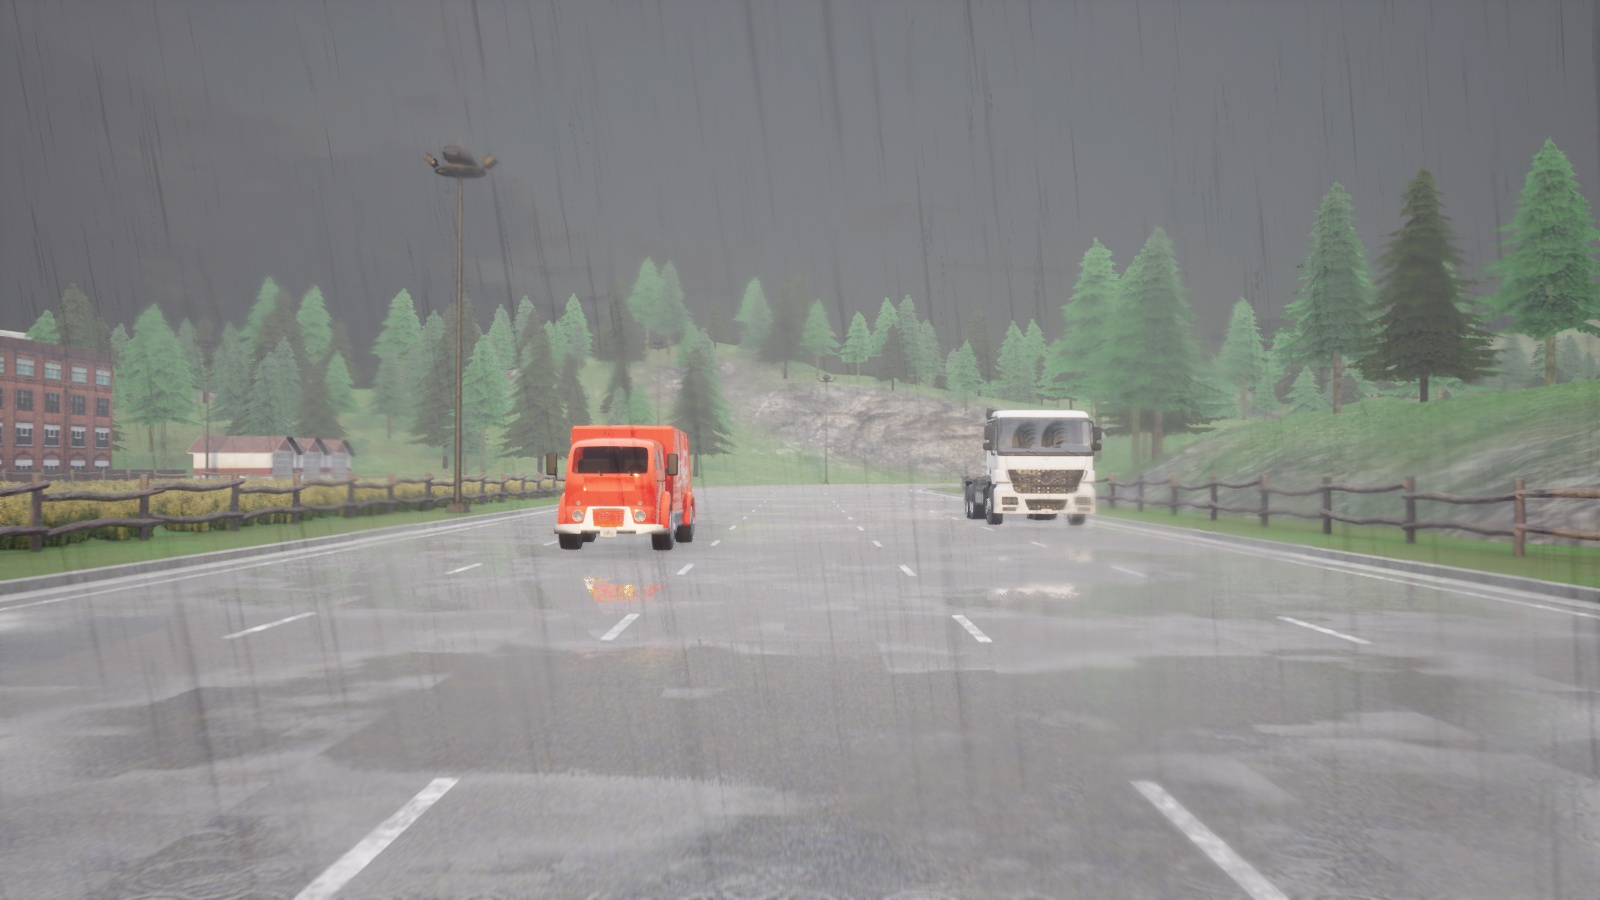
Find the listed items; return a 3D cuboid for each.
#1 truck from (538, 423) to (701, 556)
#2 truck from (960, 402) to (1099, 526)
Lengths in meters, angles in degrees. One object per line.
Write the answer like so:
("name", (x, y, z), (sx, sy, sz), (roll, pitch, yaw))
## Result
("truck", (-3.565, 0.777, 25.965), (2.627, 2.467, 5.204), (0, -1, 0))
("truck", (6.924, 0.460, 39.126), (2.891, 3.462, 7.936), (0, -1, 0))
